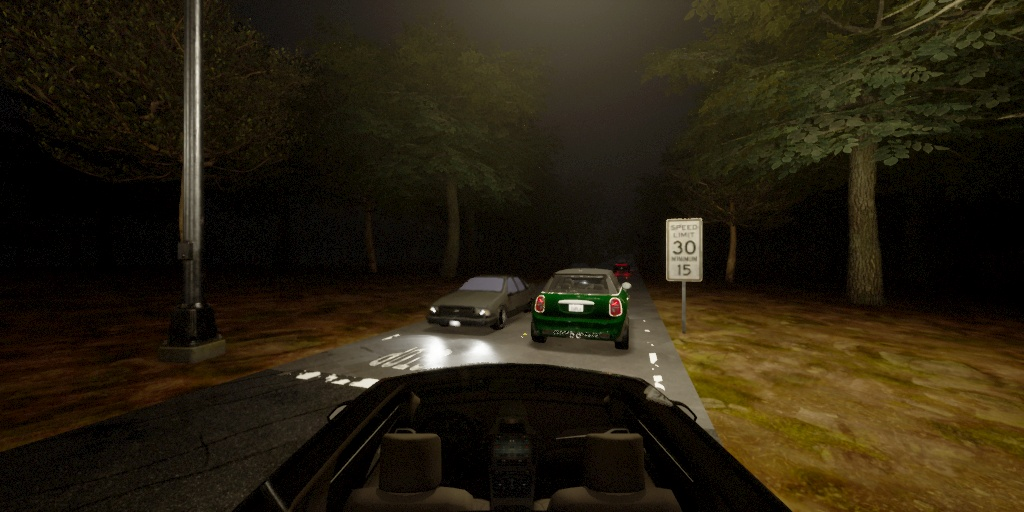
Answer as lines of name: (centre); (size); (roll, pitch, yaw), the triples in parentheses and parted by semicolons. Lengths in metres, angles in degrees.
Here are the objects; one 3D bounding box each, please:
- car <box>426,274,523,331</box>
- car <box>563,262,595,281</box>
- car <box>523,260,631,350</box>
car: (-0.593, 1.298, 11.497); (2.033, 1.411, 5.357); (0, 0, 18)
car: (5.877, 1.281, 30.943); (2.033, 1.411, 5.357); (0, 0, 19)
car: (2.003, 1.103, 9.473); (2.097, 1.767, 4.553); (0, 0, 18)
